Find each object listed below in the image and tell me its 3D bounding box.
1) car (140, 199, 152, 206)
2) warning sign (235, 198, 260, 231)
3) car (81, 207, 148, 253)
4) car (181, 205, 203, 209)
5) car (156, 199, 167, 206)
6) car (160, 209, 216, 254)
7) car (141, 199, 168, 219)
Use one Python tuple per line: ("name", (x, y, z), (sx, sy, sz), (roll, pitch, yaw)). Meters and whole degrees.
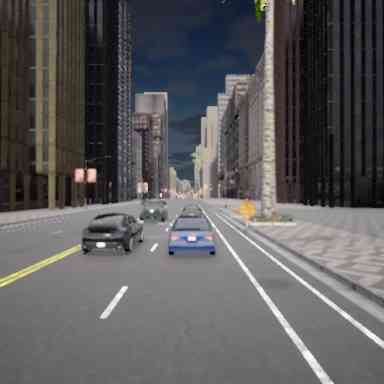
("car", (-9.775, 2.183, 70.967), (1.837, 1.490, 4.892), (0, -1, 0))
("warning sign", (3.221, 1.299, 19.488), (1.300, 1.860, 1.060), (0, 0, 0))
("car", (-3.252, 1.643, 14.303), (1.837, 1.490, 4.892), (0, 0, 0))
("car", (-0.006, 1.840, 29.317), (1.994, 1.385, 4.181), (0, 0, 0))
("car", (-6.525, 2.278, 70.938), (1.895, 1.301, 4.718), (0, -1, 0))
("car", (-0.004, 1.680, 13.994), (2.033, 1.411, 5.357), (0, -1, 0))
("car", (-3.258, 1.624, 29.084), (2.097, 1.767, 4.553), (0, -1, 0))
